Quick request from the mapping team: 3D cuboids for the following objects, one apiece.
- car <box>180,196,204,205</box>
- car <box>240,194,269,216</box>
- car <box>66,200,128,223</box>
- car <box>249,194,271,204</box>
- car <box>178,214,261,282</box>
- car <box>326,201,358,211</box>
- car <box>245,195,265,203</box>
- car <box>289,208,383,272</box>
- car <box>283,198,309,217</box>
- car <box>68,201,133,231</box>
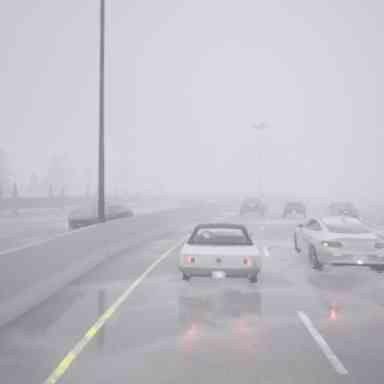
[{"bbox_3d":[0.005,1.329,51.470,1.895,1.301,4.718,0,0,30],"label":"car"},{"bbox_3d":[5.793,1.175,30.355,2.097,1.767,4.553,0,0,19],"label":"car"},{"bbox_3d":[-7.045,1.385,25.348,2.033,1.411,5.357,0,0,15],"label":"car"},{"bbox_3d":[11.664,1.198,56.711,1.837,1.490,4.892,0,1,36],"label":"car"},{"bbox_3d":[0.834,1.542,9.628,1.895,1.301,4.718,0,0,6],"label":"car"},{"bbox_3d":[11.269,1.405,25.041,2.033,1.411,5.357,0,0,18],"label":"car"},{"bbox_3d":[11.975,1.234,62.894,1.994,1.385,4.181,0,0,38],"label":"car"},{"bbox_3d":[4.471,1.471,10.557,1.812,1.442,4.674,0,0,7],"label":"car"},{"bbox_3d":[9.058,1.336,29.157,1.837,1.490,4.892,0,0,20],"label":"car"},{"bbox_3d":[-4.964,1.352,18.714,1.882,1.535,5.008,0,0,13],"label":"car"}]
